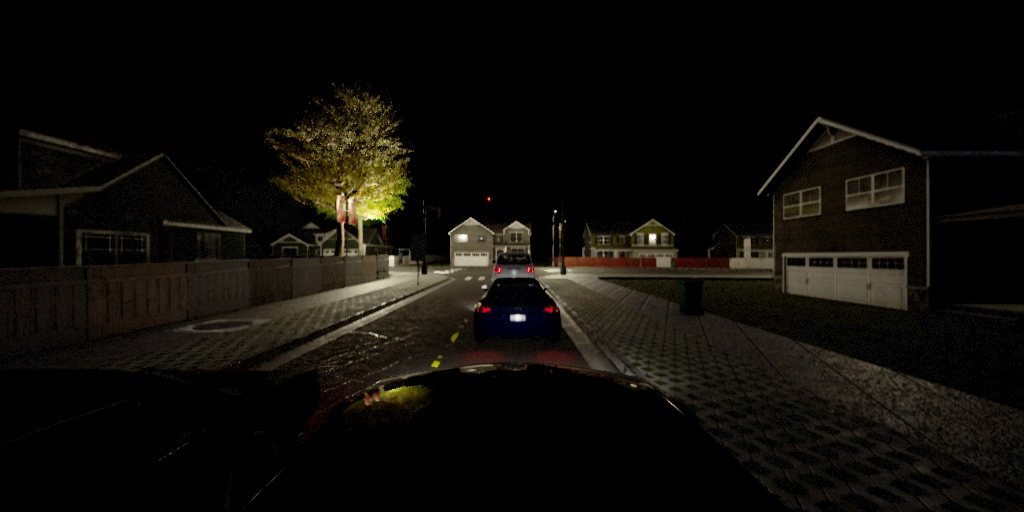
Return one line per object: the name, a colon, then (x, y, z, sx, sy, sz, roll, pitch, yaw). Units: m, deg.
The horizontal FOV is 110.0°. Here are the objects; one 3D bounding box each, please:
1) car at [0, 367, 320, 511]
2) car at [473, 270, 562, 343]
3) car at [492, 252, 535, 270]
car: (-2.849, 1.354, 1.354, 1.895, 1.301, 4.718, 0, 1, 0)
car: (0.106, 1.240, 9.486, 1.994, 1.385, 4.181, 0, 1, 0)
car: (0.100, 0.804, 19.444, 2.150, 2.045, 5.566, 0, 1, 0)
